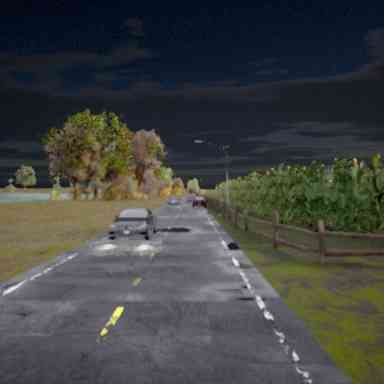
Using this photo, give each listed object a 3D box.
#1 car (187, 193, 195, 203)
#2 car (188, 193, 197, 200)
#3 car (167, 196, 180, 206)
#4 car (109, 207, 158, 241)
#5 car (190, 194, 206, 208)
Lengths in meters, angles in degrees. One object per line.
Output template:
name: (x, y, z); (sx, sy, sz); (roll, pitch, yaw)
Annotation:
car: (0.018, 1.356, 64.509); (2.128, 1.511, 4.902); (0, 0, 0)
car: (0.024, 1.044, 78.320); (2.097, 1.767, 4.553); (0, 0, 0)
car: (-2.796, 1.377, 51.946); (2.128, 1.511, 4.902); (0, 0, 0)
car: (-2.811, 1.485, 16.709); (1.812, 1.442, 4.674); (0, 0, 0)
car: (0.975, 1.374, 46.600); (1.882, 1.535, 5.008); (0, 0, 0)
